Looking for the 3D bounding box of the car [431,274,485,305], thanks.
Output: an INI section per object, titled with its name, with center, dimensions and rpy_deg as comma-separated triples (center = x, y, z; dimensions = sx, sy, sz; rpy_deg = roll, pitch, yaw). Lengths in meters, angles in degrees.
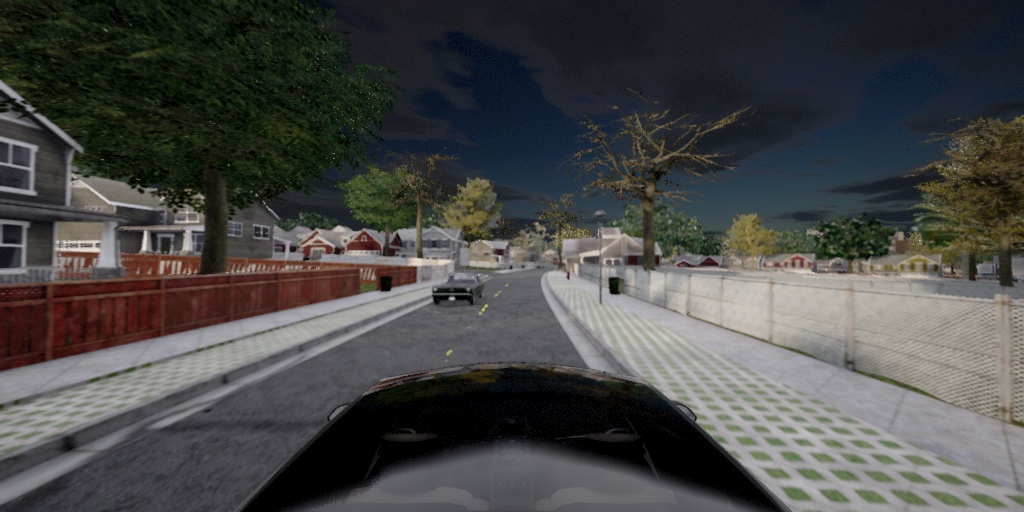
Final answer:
[car]
center = -2.479, 1.542, 17.440
dimensions = 1.895, 1.301, 4.718
rpy_deg = 0, -1, 2
